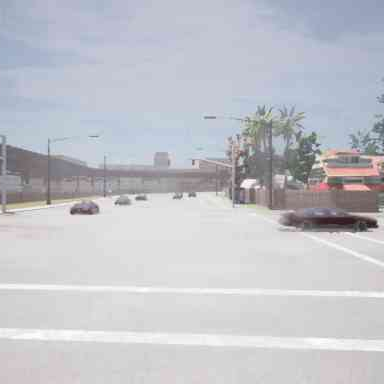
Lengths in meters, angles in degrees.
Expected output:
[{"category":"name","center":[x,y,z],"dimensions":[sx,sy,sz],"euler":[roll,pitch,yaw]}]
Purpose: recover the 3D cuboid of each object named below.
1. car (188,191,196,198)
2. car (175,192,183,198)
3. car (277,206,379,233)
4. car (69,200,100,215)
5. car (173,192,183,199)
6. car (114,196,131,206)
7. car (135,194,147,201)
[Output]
[{"category":"car","center":[0.079,0.519,86.797],"dimensions":[2.097,1.767,4.553],"euler":[0,1,0]},{"category":"car","center":[-3.421,0.709,87.159],"dimensions":[1.994,1.385,4.181],"euler":[0,1,0]},{"category":"car","center":[7.743,1.543,19.297],"dimensions":[5.357,1.411,2.033],"euler":[0,0,2]},{"category":"car","center":[-10.569,1.528,32.974],"dimensions":[1.994,1.385,4.181],"euler":[0,0,0]},{"category":"car","center":[-3.430,0.963,76.841],"dimensions":[1.895,1.301,4.718],"euler":[0,1,0]},{"category":"car","center":[-10.549,1.332,50.873],"dimensions":[1.812,1.442,4.674],"euler":[0,1,0]},{"category":"car","center":[-10.438,1.131,68.734],"dimensions":[1.895,1.301,4.718],"euler":[0,1,0]}]
